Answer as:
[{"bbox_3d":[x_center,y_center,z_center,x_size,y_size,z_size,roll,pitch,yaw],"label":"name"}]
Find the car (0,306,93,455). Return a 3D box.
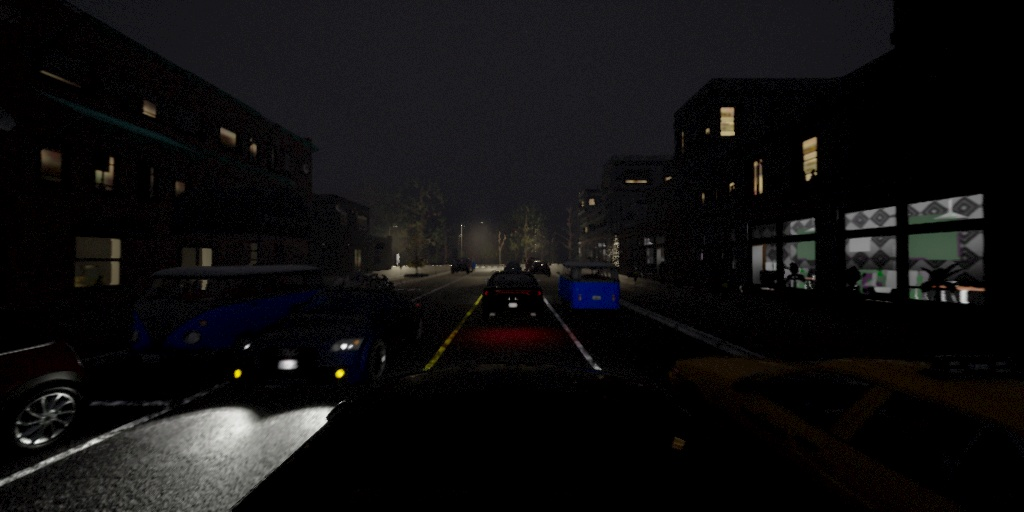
[{"bbox_3d":[-5.689,1.190,2.197,1.967,1.591,4.097,0,0,0],"label":"car"}]

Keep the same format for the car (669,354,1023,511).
[{"bbox_3d":[2.692,1.275,2.376,1.751,1.417,4.829,0,0,0],"label":"car"}]

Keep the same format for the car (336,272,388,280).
[{"bbox_3d":[-5.684,1.305,13.283,2.007,1.370,4.403,0,0,0],"label":"car"}]

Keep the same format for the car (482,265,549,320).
[{"bbox_3d":[0.022,1.232,12.596,1.882,1.535,5.008,0,0,0],"label":"car"}]

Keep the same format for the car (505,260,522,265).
[{"bbox_3d":[0.117,1.320,40.100,1.994,1.385,4.181,0,0,0],"label":"car"}]

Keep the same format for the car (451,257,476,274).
[{"bbox_3d":[-5.672,1.071,41.000,2.192,1.841,5.009,0,0,0],"label":"car"}]

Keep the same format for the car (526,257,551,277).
[{"bbox_3d":[2.706,1.197,35.465,1.967,1.591,4.097,0,0,0],"label":"car"}]

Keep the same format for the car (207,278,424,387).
[{"bbox_3d":[-3.096,1.316,6.947,1.994,1.385,4.181,0,0,0],"label":"car"}]

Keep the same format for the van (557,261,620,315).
[{"bbox_3d":[2.697,1.095,13.293,1.690,1.789,3.998,0,0,0],"label":"van"}]

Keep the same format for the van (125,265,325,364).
[{"bbox_3d":[-5.687,1.094,7.740,1.690,1.789,3.998,0,0,0],"label":"van"}]
